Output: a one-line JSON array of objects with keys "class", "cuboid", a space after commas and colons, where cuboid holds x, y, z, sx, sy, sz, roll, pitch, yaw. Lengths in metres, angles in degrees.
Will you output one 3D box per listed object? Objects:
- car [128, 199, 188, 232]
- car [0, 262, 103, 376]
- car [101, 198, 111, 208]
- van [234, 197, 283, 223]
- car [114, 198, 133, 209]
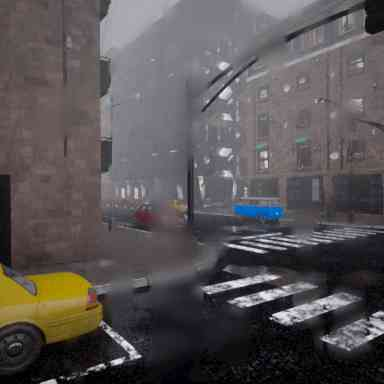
[{"class": "car", "cuboid": [-1.892, 1.441, 20.003, 1.967, 1.590, 4.097, 0, 0, -36]}, {"class": "car", "cuboid": [-3.591, 1.525, 4.003, 4.829, 1.417, 1.752, 0, 0, -36]}, {"class": "car", "cuboid": [-11.743, 1.463, 47.814, 1.887, 1.381, 4.507, -1, 0, -36]}, {"class": "van", "cuboid": [4.898, 1.280, 24.914, 1.690, 1.788, 3.998, 0, 0, -36]}, {"class": "car", "cuboid": [-8.415, 1.463, 43.234, 1.887, 1.381, 4.507, -1, 0, -36]}]
